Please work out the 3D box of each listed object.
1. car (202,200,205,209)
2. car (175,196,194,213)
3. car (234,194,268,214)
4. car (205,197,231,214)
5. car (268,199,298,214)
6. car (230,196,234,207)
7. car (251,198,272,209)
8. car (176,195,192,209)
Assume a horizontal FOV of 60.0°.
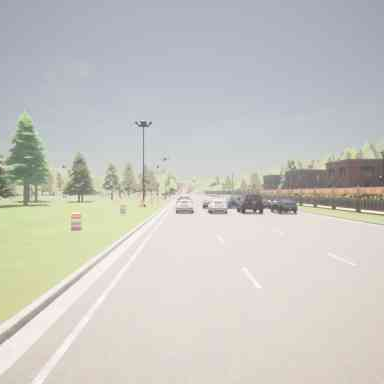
[{"bbox_3d":[2.424,1.601,45.788,1.895,1.301,4.718,0,0,-1],"label":"car"},{"bbox_3d":[-0.798,1.526,36.253,1.812,1.442,4.674,0,0,-1],"label":"car"},{"bbox_3d":[6.204,1.221,35.822,2.150,2.045,5.566,0,0,0],"label":"car"},{"bbox_3d":[2.717,1.526,35.679,1.812,1.442,4.674,0,0,-1],"label":"car"},{"bbox_3d":[9.718,1.492,35.428,2.128,1.511,4.902,0,0,-1],"label":"car"},{"bbox_3d":[5.920,1.352,46.298,2.097,1.767,4.553,0,0,-1],"label":"car"},{"bbox_3d":[9.432,1.564,45.417,1.994,1.385,4.181,0,0,-1],"label":"car"},{"bbox_3d":[-1.079,1.352,46.264,2.097,1.767,4.553,0,0,-1],"label":"car"}]
